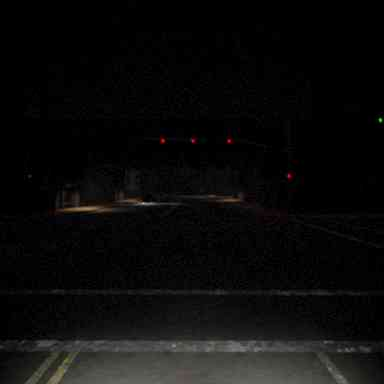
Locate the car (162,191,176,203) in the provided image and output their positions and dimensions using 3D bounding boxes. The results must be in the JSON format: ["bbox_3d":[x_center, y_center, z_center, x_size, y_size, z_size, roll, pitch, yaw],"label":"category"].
[{"bbox_3d":[-3.978,0.788,57.654,2.150,2.045,5.566,0,0,1],"label":"car"}]

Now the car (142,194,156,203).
[{"bbox_3d":[-7.474,1.054,57.851,2.128,1.511,4.902,0,0,1],"label":"car"}]
